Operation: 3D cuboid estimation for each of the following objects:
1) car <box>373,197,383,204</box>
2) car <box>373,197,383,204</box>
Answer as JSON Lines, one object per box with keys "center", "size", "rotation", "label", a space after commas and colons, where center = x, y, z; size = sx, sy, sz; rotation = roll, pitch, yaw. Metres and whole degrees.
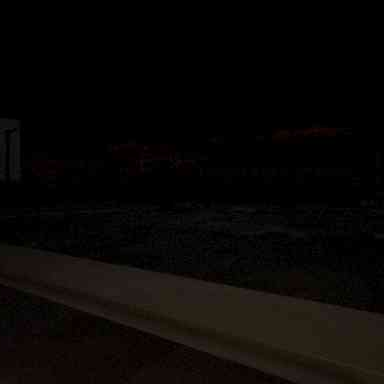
{"center": [37.535, 1.734, 65.320], "size": [2.038, 1.542, 4.974], "rotation": [1, 1, 6], "label": "car"}
{"center": [37.542, 1.576, 65.370], "size": [1.853, 1.218, 4.536], "rotation": [1, 1, 6], "label": "car"}
